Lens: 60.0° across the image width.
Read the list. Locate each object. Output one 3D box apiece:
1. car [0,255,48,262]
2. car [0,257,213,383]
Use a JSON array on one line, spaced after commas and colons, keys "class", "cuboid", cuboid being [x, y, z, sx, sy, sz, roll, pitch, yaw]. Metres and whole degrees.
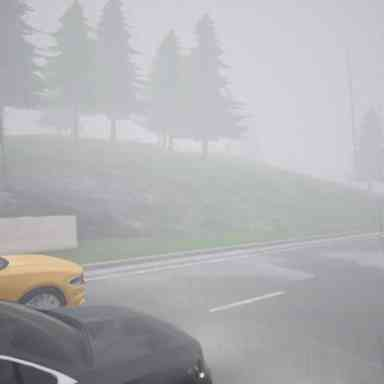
[{"class": "car", "cuboid": [-4.198, 1.466, 5.022, 5.008, 1.535, 1.882, 0, 0, -36]}, {"class": "car", "cuboid": [-2.061, 1.499, 2.246, 4.892, 1.490, 1.837, 0, 0, -36]}]
